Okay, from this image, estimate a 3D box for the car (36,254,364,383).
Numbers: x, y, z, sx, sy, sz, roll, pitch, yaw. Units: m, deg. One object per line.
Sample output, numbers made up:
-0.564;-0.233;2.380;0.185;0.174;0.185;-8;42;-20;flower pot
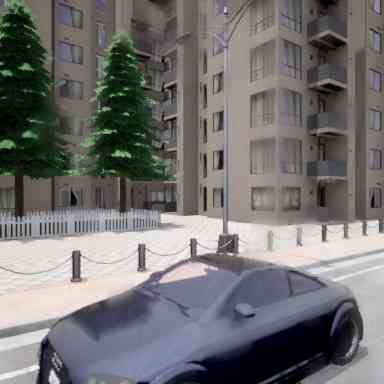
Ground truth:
0.338;1.565;4.246;4.181;1.385;1.994;0;0;-36;car
